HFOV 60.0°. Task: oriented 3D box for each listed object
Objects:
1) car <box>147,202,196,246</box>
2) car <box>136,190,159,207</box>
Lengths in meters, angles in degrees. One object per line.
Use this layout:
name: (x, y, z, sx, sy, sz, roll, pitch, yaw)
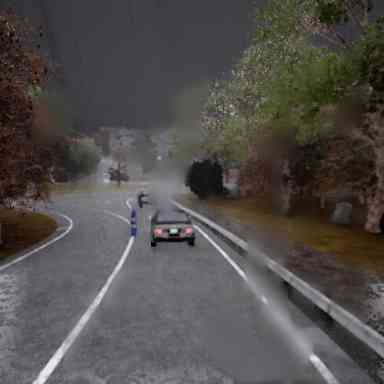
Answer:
car: (-0.957, 1.456, 15.041, 2.033, 1.411, 5.357, -1, 1, -6)
car: (-4.372, 0.551, 32.730, 2.128, 1.511, 4.902, -1, 4, -12)
